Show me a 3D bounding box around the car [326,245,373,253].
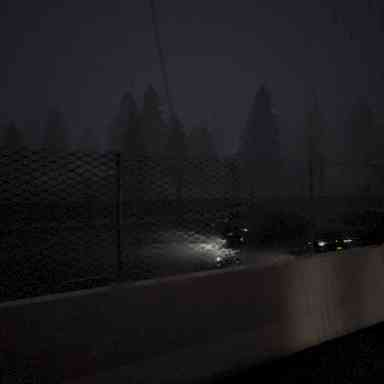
[{"bbox_3d":[6.178,1.348,11.516,4.892,1.490,1.837,-1,0,-28],"label":"car"}]
